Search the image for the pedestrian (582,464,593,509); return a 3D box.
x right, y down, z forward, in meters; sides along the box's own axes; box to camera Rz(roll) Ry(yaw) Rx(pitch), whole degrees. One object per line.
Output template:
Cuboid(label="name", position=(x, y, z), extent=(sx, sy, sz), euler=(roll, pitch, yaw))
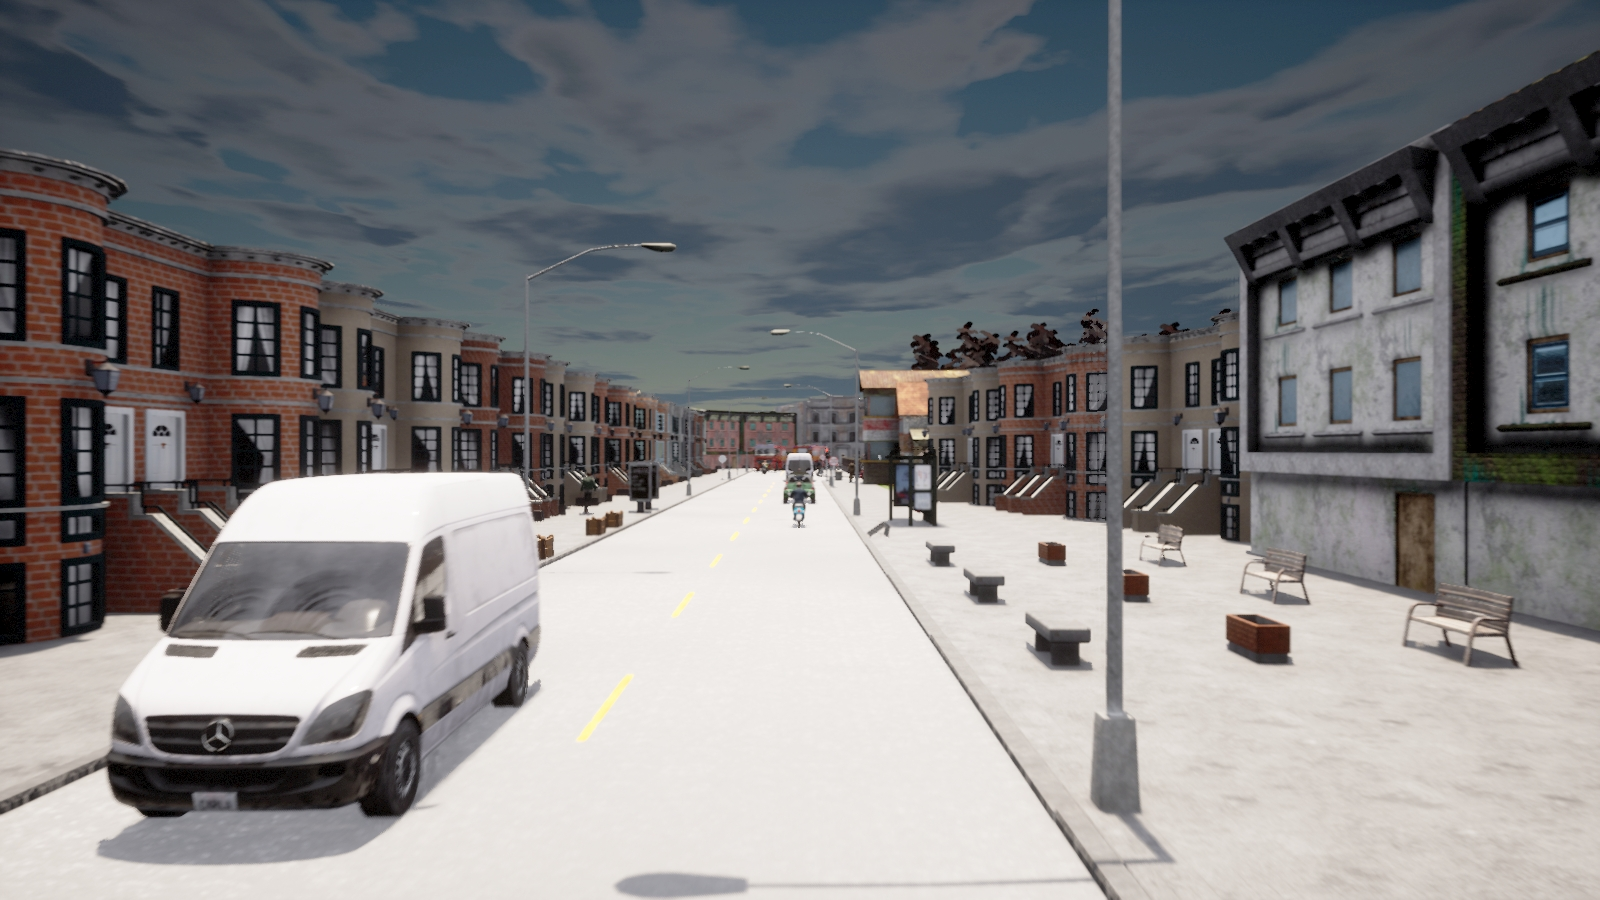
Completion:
Cuboid(label="pedestrian", position=(-8.883, 1.525, 47.705), extent=(0.375, 1.860, 0.375), euler=(0, 0, 2))

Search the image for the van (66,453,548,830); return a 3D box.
Cuboid(label="van", position=(-4.017, 1.314, 10.756), extent=(1.988, 2.561, 5.915), euler=(0, 0, 0))

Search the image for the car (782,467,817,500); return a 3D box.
Cuboid(label="car", position=(-0.037, 1.780, 61.394), extent=(1.851, 1.617, 3.988), euler=(0, 0, 0))
